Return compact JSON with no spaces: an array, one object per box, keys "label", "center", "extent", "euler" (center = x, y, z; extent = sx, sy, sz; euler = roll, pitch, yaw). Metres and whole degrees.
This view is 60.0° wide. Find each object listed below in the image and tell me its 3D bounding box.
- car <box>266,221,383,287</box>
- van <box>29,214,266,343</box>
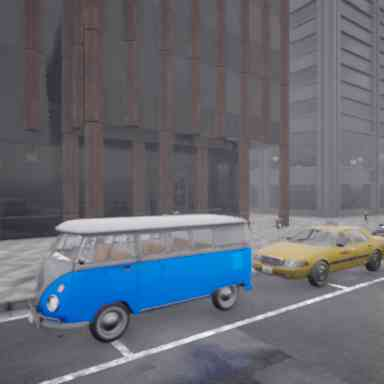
[{"label":"car","center":[3.764,1.530,9.337],"extent":[4.829,1.417,1.752],"euler":[0,0,-36]},{"label":"van","center":[-0.687,1.342,6.163],"extent":[3.998,1.788,1.690],"euler":[0,0,-36]}]
